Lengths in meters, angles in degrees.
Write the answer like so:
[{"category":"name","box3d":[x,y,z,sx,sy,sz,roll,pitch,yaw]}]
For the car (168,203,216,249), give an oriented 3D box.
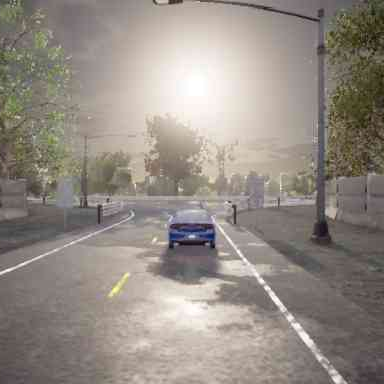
[{"category":"car","box3d":[0.000,1.487,14.659,1.882,1.535,5.008,0,0,0]}]
